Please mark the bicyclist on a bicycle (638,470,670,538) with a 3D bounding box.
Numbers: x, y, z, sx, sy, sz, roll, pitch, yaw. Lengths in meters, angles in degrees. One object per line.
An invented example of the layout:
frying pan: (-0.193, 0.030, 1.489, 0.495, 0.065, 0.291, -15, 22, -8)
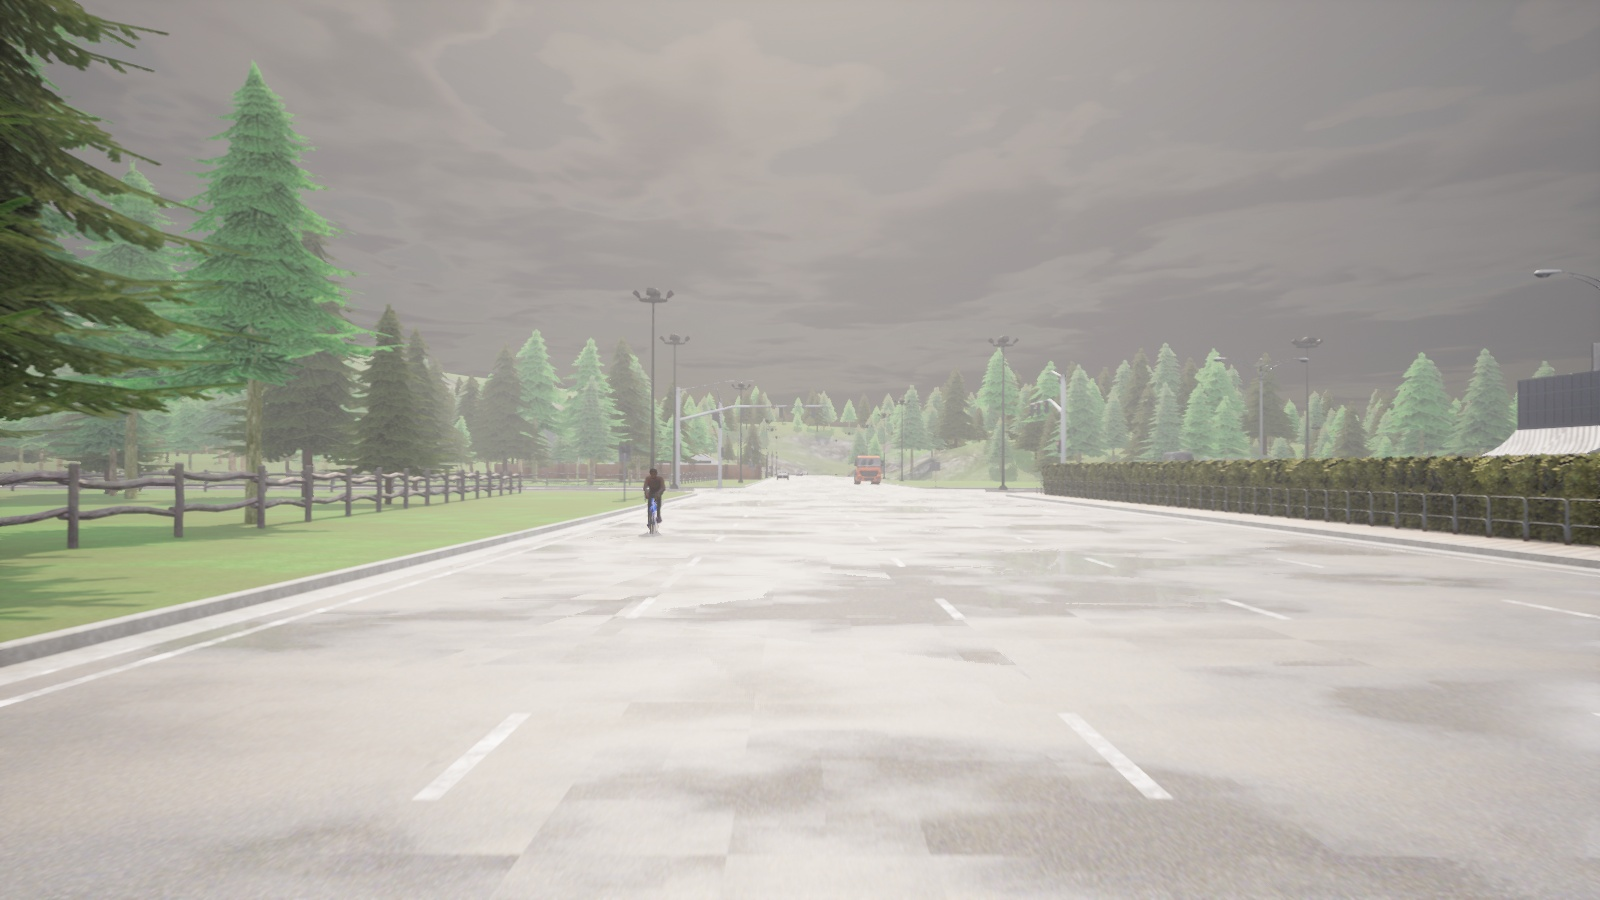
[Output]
bicyclist on a bicycle: (-3.572, 1.297, 30.804, 0.582, 1.620, 1.656, 0, -1, 0)
